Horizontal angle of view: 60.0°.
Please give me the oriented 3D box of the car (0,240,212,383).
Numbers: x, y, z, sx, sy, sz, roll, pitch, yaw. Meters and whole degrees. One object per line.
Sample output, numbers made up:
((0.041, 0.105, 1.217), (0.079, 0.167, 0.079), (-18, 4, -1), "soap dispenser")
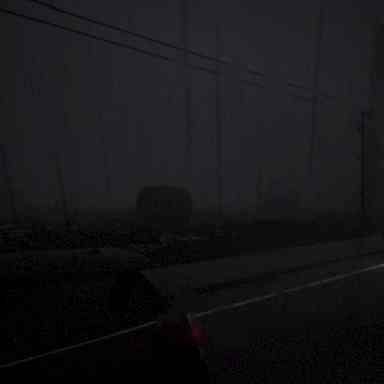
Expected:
((-2.086, 1.350, 2.460), (4.553, 1.767, 2.097), (1, 0, -37), "car")
